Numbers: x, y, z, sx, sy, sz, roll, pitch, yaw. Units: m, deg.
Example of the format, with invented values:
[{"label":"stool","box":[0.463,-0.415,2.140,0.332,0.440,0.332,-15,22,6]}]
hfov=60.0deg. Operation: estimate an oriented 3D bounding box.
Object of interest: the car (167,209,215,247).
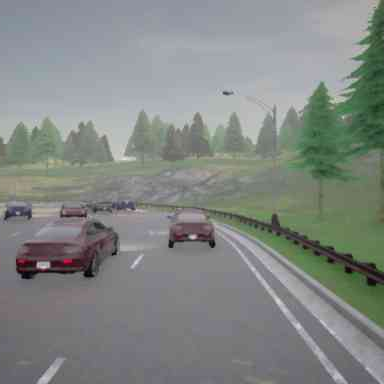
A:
[{"label":"car","box":[-0.119,1.470,14.581,1.812,1.442,4.674,0,0,-4]}]

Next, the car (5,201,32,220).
[{"label":"car","box":[-14.226,1.423,27.329,1.812,1.442,4.674,1,0,-26]}]

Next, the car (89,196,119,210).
[{"label":"car","box":[-9.531,1.365,33.651,2.128,1.511,4.902,0,0,-32]}]

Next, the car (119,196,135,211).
[{"label":"car","box":[-8.360,1.208,38.079,2.097,1.767,4.553,-1,0,-35]}]

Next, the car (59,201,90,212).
[{"label":"car","box":[-9.373,1.503,25.974,1.895,1.301,4.718,0,0,-22]}]

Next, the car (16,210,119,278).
[{"label":"car","box":[-3.430,1.488,9.867,1.812,1.442,4.674,0,0,-1]}]
